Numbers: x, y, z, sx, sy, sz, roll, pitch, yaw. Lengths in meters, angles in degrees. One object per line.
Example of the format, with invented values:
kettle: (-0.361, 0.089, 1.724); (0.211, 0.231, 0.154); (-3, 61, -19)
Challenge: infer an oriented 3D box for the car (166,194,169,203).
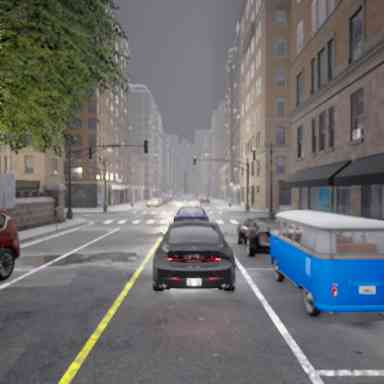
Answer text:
car: (-5.873, 1.647, 61.761); (1.887, 1.381, 4.507); (0, 0, 0)

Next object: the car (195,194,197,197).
car: (2.541, 1.708, 94.688); (1.752, 1.417, 4.829); (0, 0, 0)

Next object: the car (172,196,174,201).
car: (-5.928, 1.690, 78.113); (2.008, 1.369, 4.403); (0, 0, 0)

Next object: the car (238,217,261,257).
car: (2.817, 1.591, 12.900); (1.947, 1.339, 4.313); (0, 0, 0)

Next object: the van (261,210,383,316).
van: (2.836, 1.356, 7.240); (1.690, 1.788, 3.998); (0, 0, 0)

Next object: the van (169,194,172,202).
van: (-5.910, 1.467, 72.663); (1.690, 1.788, 3.998); (0, 0, 0)

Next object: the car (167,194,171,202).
car: (-5.891, 1.658, 67.212); (1.887, 1.381, 4.507); (0, 0, 0)

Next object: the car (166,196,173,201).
car: (-5.964, 1.693, 88.844); (1.752, 1.417, 4.829); (0, 0, 0)

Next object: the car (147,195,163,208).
car: (-5.835, 1.607, 50.689); (1.752, 1.417, 4.829); (0, 0, 0)

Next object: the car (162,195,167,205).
car: (-5.854, 1.642, 56.310); (2.008, 1.369, 4.403); (0, 0, 0)

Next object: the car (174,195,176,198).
car: (-5.947, 1.468, 83.564); (2.192, 1.841, 5.009); (0, 0, 0)

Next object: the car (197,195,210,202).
car: (2.633, 1.553, 67.276); (1.967, 1.590, 4.097); (0, 0, 0)

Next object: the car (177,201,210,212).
car: (-0.025, 1.512, 18.490); (1.882, 1.535, 5.008); (0, 0, 0)

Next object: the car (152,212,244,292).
car: (0.044, 1.523, 8.964); (1.837, 1.490, 4.892); (0, 0, 0)

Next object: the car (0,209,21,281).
car: (-5.689, 1.330, 7.171); (2.192, 1.841, 5.009); (0, 0, 0)

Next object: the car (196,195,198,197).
car: (2.597, 1.690, 78.173); (2.008, 1.369, 4.403); (0, 0, 0)
